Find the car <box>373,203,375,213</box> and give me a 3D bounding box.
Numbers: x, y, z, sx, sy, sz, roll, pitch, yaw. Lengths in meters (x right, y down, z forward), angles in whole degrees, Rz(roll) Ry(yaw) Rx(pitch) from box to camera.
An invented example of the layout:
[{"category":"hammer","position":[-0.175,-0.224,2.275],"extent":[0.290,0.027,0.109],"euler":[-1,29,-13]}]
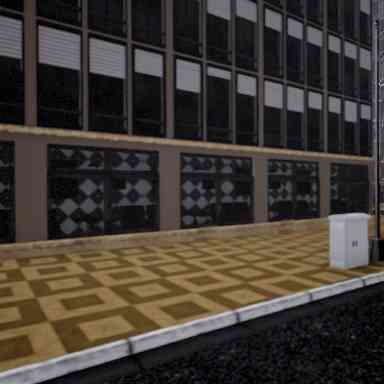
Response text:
[{"category":"car","position":[16.364,1.247,33.681],"extent":[1.882,1.535,5.008],"euler":[0,1,-15]}]
